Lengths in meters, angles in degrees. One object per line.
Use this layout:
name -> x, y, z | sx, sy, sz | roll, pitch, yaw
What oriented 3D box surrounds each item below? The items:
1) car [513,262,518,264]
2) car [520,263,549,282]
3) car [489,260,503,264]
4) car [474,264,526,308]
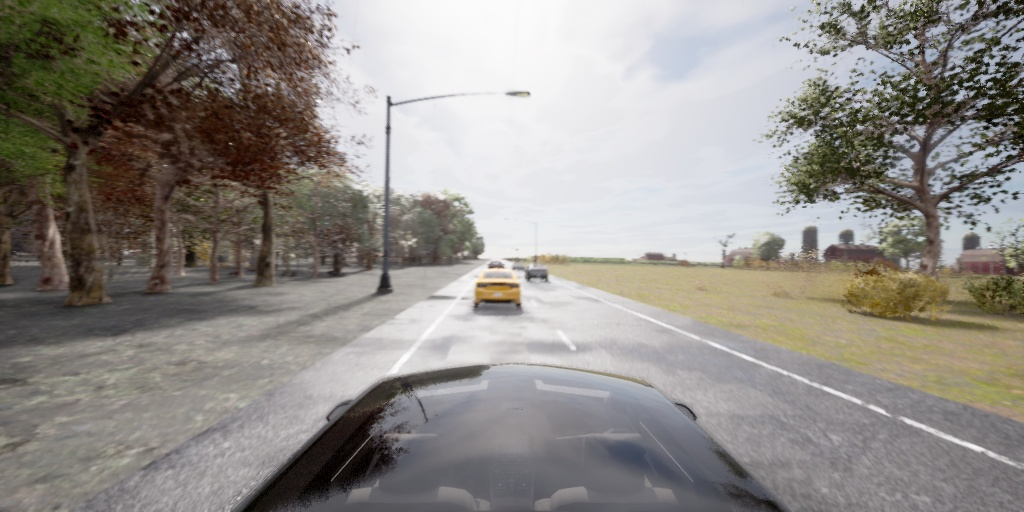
car -> 0.917, 1.676, 57.004 | 1.895, 1.301, 4.718 | 1, 0, -3
car -> 2.103, 1.453, 31.964 | 2.128, 1.511, 4.902 | 1, 0, -3
car -> -1.900, 1.301, 42.559 | 2.097, 1.767, 4.553 | 1, 0, -3
car -> -0.640, 1.300, 15.867 | 1.882, 1.535, 5.008 | 1, 0, -3
